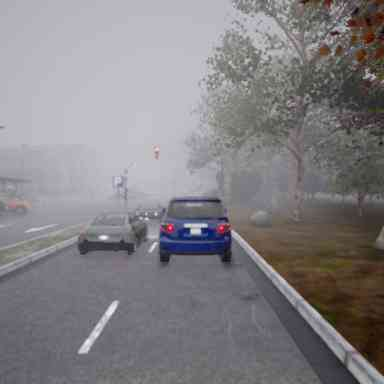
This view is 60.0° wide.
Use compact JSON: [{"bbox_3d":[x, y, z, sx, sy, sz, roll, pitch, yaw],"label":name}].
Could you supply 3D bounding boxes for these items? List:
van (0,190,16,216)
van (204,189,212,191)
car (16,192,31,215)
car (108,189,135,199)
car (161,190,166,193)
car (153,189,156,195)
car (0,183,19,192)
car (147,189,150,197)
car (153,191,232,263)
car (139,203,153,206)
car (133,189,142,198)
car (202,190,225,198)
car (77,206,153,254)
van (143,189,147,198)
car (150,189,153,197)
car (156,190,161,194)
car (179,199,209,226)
[{"bbox_3d":[-16.617,1.050,26.035,4.442,1.987,1.878,-1,0,-19],"label":"van"},{"bbox_3d":[4.243,0.384,69.421,4.442,1.987,1.878,0,1,-14],"label":"van"},{"bbox_3d":[-16.644,1.128,29.013,4.553,1.767,2.185,-1,1,-19],"label":"car"},{"bbox_3d":[-14.483,0.724,66.819,4.792,1.488,2.163,-1,1,-15],"label":"car"},{"bbox_3d":[-11.058,0.175,93.757,5.566,2.045,2.435,-1,0,-12],"label":"car"},{"bbox_3d":[-12.318,0.555,84.771,4.674,1.452,2.002,-1,0,-13],"label":"car"},{"bbox_3d":[-31.198,-0.411,57.666,2.002,1.452,4.674,6,-2,-19],"label":"car"},{"bbox_3d":[-13.059,0.574,78.774,4.892,1.521,2.231,-1,0,-14],"label":"car"},{"bbox_3d":[0.102,1.121,11.671,2.150,2.045,5.566,0,1,0],"label":"car"},{"bbox_3d":[-2.849,1.408,23.179,1.895,1.301,4.718,0,0,1],"label":"car"},{"bbox_3d":[-13.840,0.653,69.811,5.366,1.575,1.946,-1,0,-15],"label":"car"},{"bbox_3d":[4.624,0.455,72.392,4.553,1.767,2.185,0,0,-14],"label":"car"},{"bbox_3d":[-2.898,1.452,12.955,1.994,1.385,4.181,0,0,0],"label":"car"},{"bbox_3d":[-13.285,0.374,75.801,4.442,1.987,1.878,-1,0,-14],"label":"van"},{"bbox_3d":[-12.688,0.583,81.770,4.674,1.452,2.002,-1,1,-13],"label":"car"},{"bbox_3d":[-11.506,0.496,90.754,4.674,1.452,2.002,-1,1,-12],"label":"car"},{"bbox_3d":[0.159,1.313,22.960,1.837,1.490,4.892,0,0,0],"label":"car"}]
